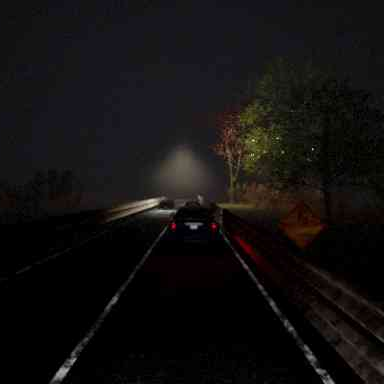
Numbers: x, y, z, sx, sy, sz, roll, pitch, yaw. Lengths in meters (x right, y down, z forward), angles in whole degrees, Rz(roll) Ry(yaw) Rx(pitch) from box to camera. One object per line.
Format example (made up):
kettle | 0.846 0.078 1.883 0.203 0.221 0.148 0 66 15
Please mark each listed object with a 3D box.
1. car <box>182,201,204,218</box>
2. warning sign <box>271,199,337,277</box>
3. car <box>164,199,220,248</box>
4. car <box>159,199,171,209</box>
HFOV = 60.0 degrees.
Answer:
car | 0.091 1.571 31.109 1.994 1.385 4.181 0 0 0
warning sign | 2.833 1.132 8.585 1.300 1.860 1.060 -1 -1 0
car | 0.083 1.366 14.946 2.097 1.767 4.553 0 0 0
car | -3.327 1.602 44.309 1.895 1.301 4.718 0 0 0
